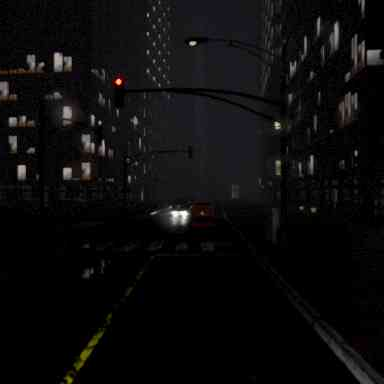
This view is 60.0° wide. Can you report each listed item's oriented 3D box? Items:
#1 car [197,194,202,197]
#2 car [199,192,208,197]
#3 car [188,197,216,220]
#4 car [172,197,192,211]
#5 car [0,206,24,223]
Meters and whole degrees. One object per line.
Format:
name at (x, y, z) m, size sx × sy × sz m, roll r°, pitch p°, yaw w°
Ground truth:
car at (0.249, 1.523, 56.570) m, size 1.895 × 1.301 × 4.718 m, roll 0°, pitch 0°, yaw 7°
car at (2.362, 1.088, 72.196) m, size 2.150 × 2.045 × 5.566 m, roll 0°, pitch 0°, yaw 8°
car at (0.937, 1.451, 27.566) m, size 1.882 × 1.535 × 5.008 m, roll 0°, pitch 0°, yaw 3°
car at (-1.322, 1.447, 40.803) m, size 2.128 × 1.511 × 4.902 m, roll 0°, pitch 0°, yaw 5°
car at (-16.523, 1.844, 28.172) m, size 4.403 × 1.369 × 2.008 m, roll -1°, pitch 1°, yaw 10°
